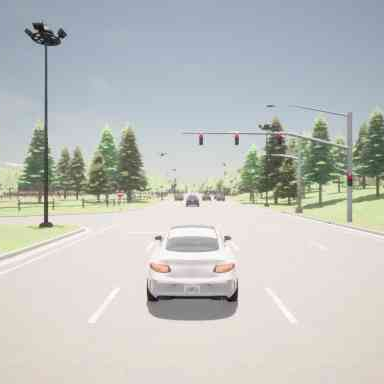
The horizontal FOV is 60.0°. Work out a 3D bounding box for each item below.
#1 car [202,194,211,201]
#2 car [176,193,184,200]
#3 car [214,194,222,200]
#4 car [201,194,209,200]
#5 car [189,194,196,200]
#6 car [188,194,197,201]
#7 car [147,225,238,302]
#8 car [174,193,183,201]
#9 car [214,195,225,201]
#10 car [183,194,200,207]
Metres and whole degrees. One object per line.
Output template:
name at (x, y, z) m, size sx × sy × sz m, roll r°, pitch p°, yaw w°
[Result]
car at (3.653, 1.348, 83.040) m, size 2.097 × 1.767 × 4.553 m, roll 0°, pitch 0°, yaw 0°
car at (-3.329, 1.187, 93.056) m, size 2.097 × 1.767 × 4.553 m, roll 0°, pitch 0°, yaw 0°
car at (7.171, 1.385, 93.067) m, size 1.994 × 1.385 × 4.181 m, roll 0°, pitch 0°, yaw 0°
car at (3.671, 1.372, 93.073) m, size 2.033 × 1.411 × 5.357 m, roll 0°, pitch 0°, yaw 0°
car at (0.171, 1.332, 93.079) m, size 1.837 × 1.490 × 4.892 m, roll 0°, pitch 0°, yaw 0°
car at (0.153, 1.348, 83.046) m, size 2.097 × 1.767 × 4.553 m, roll 0°, pitch 0°, yaw 0°
car at (0.021, 1.526, 8.143) m, size 1.812 × 1.442 × 4.674 m, roll 0°, pitch 0°, yaw 0°
car at (-3.347, 1.544, 83.049) m, size 1.994 × 1.385 × 4.181 m, roll 0°, pitch 0°, yaw 0°
car at (7.152, 1.517, 82.647) m, size 2.128 × 1.511 × 4.902 m, roll 0°, pitch 0°, yaw 0°
car at (0.096, 1.352, 52.017) m, size 2.097 × 1.767 × 4.553 m, roll 0°, pitch 0°, yaw 0°
